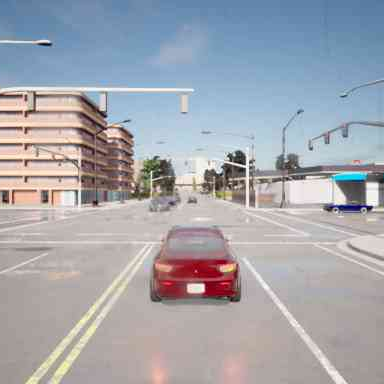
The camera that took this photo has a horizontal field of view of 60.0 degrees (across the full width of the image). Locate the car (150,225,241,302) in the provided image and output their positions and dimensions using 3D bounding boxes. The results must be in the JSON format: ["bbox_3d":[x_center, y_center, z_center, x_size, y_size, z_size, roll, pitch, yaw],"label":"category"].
[{"bbox_3d":[0.076,1.526,8.154,1.812,1.442,4.674,0,0,0],"label":"car"}]

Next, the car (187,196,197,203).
[{"bbox_3d":[0.054,1.547,67.755,2.033,1.411,5.357,0,0,0],"label":"car"}]

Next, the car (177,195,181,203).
[{"bbox_3d":[-3.562,1.493,68.449,2.128,1.511,4.902,0,0,0],"label":"car"}]

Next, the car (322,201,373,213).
[{"bbox_3d":[16.508,1.601,35.464,4.718,1.301,1.895,0,0,1],"label":"car"}]

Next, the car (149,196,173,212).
[{"bbox_3d":[-3.624,1.320,37.782,2.097,1.767,4.553,0,0,0],"label":"car"}]

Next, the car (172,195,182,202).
[{"bbox_3d":[-3.560,1.525,78.906,2.128,1.511,4.902,0,0,0],"label":"car"}]

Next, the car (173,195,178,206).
[{"bbox_3d":[-3.633,1.601,52.923,1.895,1.301,4.718,0,0,0],"label":"car"}]
